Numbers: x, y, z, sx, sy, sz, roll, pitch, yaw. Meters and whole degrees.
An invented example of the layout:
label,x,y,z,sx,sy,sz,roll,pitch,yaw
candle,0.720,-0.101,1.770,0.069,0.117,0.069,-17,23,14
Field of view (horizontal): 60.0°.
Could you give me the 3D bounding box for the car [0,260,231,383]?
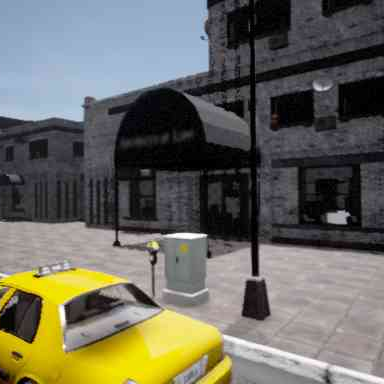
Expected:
label,x,y,z,sx,sy,sz,roll,pitch,yaw
car,-1.887,1.561,4.222,4.829,1.417,1.752,-1,-1,35
